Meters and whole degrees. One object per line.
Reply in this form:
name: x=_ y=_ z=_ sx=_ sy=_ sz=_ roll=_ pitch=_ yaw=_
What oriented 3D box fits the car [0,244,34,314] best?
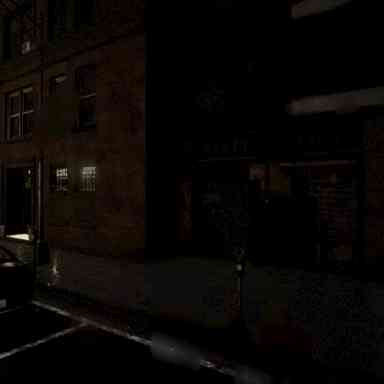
car: x=-4.837 y=1.551 z=6.518 sx=4.403 sy=1.369 sz=2.008 roll=0 pitch=0 yaw=35
